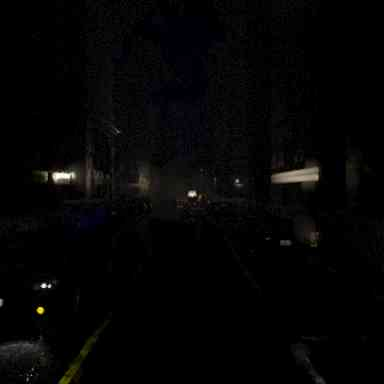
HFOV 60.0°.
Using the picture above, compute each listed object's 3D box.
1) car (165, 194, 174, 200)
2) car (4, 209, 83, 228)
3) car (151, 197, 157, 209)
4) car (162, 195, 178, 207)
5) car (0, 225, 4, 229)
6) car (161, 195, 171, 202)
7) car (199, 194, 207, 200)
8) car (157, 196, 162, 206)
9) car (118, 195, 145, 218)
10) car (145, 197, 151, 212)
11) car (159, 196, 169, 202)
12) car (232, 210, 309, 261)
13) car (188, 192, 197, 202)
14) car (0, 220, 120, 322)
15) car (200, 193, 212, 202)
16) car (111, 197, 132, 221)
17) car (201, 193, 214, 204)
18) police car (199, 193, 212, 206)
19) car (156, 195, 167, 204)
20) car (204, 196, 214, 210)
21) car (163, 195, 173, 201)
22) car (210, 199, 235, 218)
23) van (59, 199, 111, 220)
[{"bbox_3d":[-5.682,1.348,85.180,2.008,1.369,4.403,0,0,0],"label":"car"},{"bbox_3d":[-5.755,1.516,11.903,2.008,1.369,4.403,0,0,0],"label":"car"},{"bbox_3d":[-5.727,1.455,40.087,1.947,1.339,4.313,0,0,0],"label":"car"},{"bbox_3d":[-3.034,1.393,48.550,1.812,1.442,4.674,0,0,0],"label":"car"},{"bbox_3d":[-5.761,1.508,6.097,1.752,1.417,4.829,0,0,0],"label":"car"},{"bbox_3d":[-5.693,1.382,73.906,1.947,1.339,4.313,0,0,0],"label":"car"},{"bbox_3d":[2.843,1.236,85.172,1.967,1.590,4.097,0,0,0],"label":"car"},{"bbox_3d":[-5.721,1.426,45.723,2.008,1.369,4.403,0,0,0],"label":"car"},{"bbox_3d":[-5.739,1.234,28.813,2.192,1.841,5.009,0,0,0],"label":"car"},{"bbox_3d":[-5.732,1.470,34.450,1.947,1.339,4.313,0,0,0],"label":"car"},{"bbox_3d":[-5.699,1.408,68.270,1.802,1.307,4.206,0,0,0],"label":"car"},{"bbox_3d":[2.770,1.530,11.902,1.947,1.339,4.313,0,0,0],"label":"car"},{"bbox_3d":[0.070,1.321,70.652,2.128,1.511,4.902,0,0,0],"label":"car"},{"bbox_3d":[-3.095,1.542,7.216,1.994,1.385,4.181,0,0,0],"label":"car"},{"bbox_3d":[2.825,1.140,68.264,2.192,1.841,5.009,0,0,0],"label":"car"},{"bbox_3d":[-5.744,1.375,23.176,1.967,1.590,4.097,0,0,0],"label":"car"},{"bbox_3d":[2.819,1.151,62.627,2.192,1.841,5.009,0,0,0],"label":"car"},{"bbox_3d":[2.418,1.282,52.719,1.930,1.638,5.238,0,0,0],"label":"police car"},{"bbox_3d":[-5.705,1.363,62.463,1.752,1.417,4.829,0,0,0],"label":"car"},{"bbox_3d":[2.798,1.469,40.084,1.802,1.307,4.206,0,0,0],"label":"car"},{"bbox_3d":[-5.687,1.372,79.543,1.947,1.339,4.313,0,0,0],"label":"car"},{"bbox_3d":[2.787,1.500,28.811,1.802,1.307,4.206,0,0,0],"label":"car"},{"bbox_3d":[-5.750,1.291,17.540,1.690,1.788,3.998,0,0,0],"label":"van"}]
